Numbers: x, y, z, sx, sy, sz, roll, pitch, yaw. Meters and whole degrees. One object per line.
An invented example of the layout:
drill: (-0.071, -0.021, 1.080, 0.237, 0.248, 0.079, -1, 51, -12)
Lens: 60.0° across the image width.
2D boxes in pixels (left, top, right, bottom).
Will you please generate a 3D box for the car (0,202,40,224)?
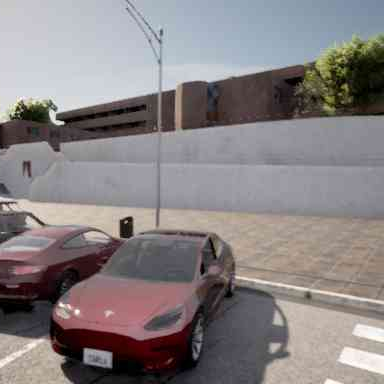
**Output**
car: (-5.297, 1.305, 9.543, 2.185, 1.767, 4.553, 0, -1, 15)

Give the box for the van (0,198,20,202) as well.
van: (-7.686, 1.189, 11.419, 1.878, 1.987, 4.442, 0, -1, 15)

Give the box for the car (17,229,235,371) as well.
car: (-0.420, 1.496, 6.066, 2.163, 1.488, 4.792, 1, 0, 15)

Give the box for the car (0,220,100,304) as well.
car: (-2.865, 1.489, 7.836, 2.002, 1.452, 4.674, 0, -1, 16)
